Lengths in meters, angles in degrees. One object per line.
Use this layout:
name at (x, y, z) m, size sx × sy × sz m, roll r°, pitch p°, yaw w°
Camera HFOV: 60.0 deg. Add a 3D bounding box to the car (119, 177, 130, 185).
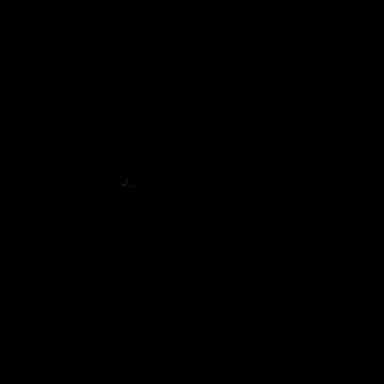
car at (-13.380, -2.462, 66.923) m, size 2.097 × 1.767 × 4.553 m, roll 0°, pitch 4°, yaw 3°
